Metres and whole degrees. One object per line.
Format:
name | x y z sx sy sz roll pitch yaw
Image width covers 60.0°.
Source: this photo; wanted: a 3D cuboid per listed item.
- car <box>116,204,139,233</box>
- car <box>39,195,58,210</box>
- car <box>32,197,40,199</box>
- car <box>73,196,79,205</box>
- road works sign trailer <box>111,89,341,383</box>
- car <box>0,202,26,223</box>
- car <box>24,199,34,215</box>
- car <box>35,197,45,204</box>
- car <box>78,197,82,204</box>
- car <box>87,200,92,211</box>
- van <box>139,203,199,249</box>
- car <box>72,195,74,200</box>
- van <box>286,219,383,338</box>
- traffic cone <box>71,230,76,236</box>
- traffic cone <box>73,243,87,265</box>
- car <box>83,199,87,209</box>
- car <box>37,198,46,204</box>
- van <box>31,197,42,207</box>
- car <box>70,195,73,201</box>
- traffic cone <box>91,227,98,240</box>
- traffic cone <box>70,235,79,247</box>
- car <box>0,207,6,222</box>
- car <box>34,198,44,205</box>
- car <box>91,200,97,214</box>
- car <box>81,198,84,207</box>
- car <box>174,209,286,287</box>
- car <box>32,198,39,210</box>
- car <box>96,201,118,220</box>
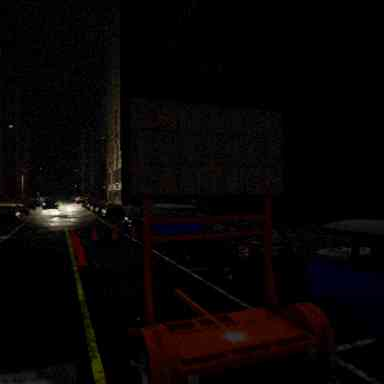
car | -3.058 1.663 20.010 2.008 1.369 4.403 0 0 -22
car | -20.678 1.722 48.562 2.097 1.767 4.553 0 0 -22
car | -27.774 1.900 58.558 1.967 1.590 4.097 0 0 -22
car | -24.071 2.015 72.184 1.887 1.381 4.507 0 0 -22
road works sign trailer | 0.209 0.482 4.718 2.380 3.560 2.880 0 0 -22
car | -15.166 1.797 27.254 2.008 1.369 4.403 0 0 -22
car | -19.305 1.845 37.531 1.752 1.417 4.829 0 0 -22
car | -36.179 2.031 79.426 1.967 1.590 4.097 0 0 -22
car | -17.768 1.937 56.532 1.947 1.339 4.313 0 0 -22
car | -11.463 1.810 40.879 1.887 1.381 4.507 0 0 -22
van | -0.957 1.413 14.795 1.690 1.788 3.998 0 0 -22
car | -26.173 1.943 77.402 1.967 1.590 4.097 0 0 -22
van | 3.246 1.330 4.360 1.690 1.788 3.998 0 -1 -22
traffic cone | -5.070 2.062 14.438 0.340 0.580 0.340 0 0 -22
traffic cone | -3.575 2.033 10.728 0.340 0.580 0.340 0 0 -22
car | -13.564 1.846 46.097 1.887 1.381 4.507 0 0 -22
car | -38.217 2.147 84.485 1.752 1.417 4.829 0 0 -22
van | -29.875 1.834 63.776 1.690 1.788 3.998 0 0 -22
car | -30.375 2.112 87.835 1.887 1.381 4.507 0 0 -22
traffic cone | -4.889 2.069 16.667 0.340 0.580 0.340 0 0 -22
traffic cone | -4.323 2.047 12.583 0.340 0.580 0.340 0 0 -22
car | -10.964 1.712 16.821 1.887 1.381 4.507 0 -1 -22
car | -34.078 2.125 74.209 1.947 1.339 4.313 0 0 -22
car | -9.362 1.773 35.662 1.887 1.381 4.507 0 0 -22
car | -15.666 1.881 51.314 1.887 1.381 4.507 0 0 -22
car | 1.145 1.471 9.576 1.967 1.590 4.097 0 0 -22
car | -23.572 1.975 48.123 1.802 1.307 4.206 0 0 -22
car | -7.261 1.741 30.445 2.008 1.369 4.403 0 0 -22
